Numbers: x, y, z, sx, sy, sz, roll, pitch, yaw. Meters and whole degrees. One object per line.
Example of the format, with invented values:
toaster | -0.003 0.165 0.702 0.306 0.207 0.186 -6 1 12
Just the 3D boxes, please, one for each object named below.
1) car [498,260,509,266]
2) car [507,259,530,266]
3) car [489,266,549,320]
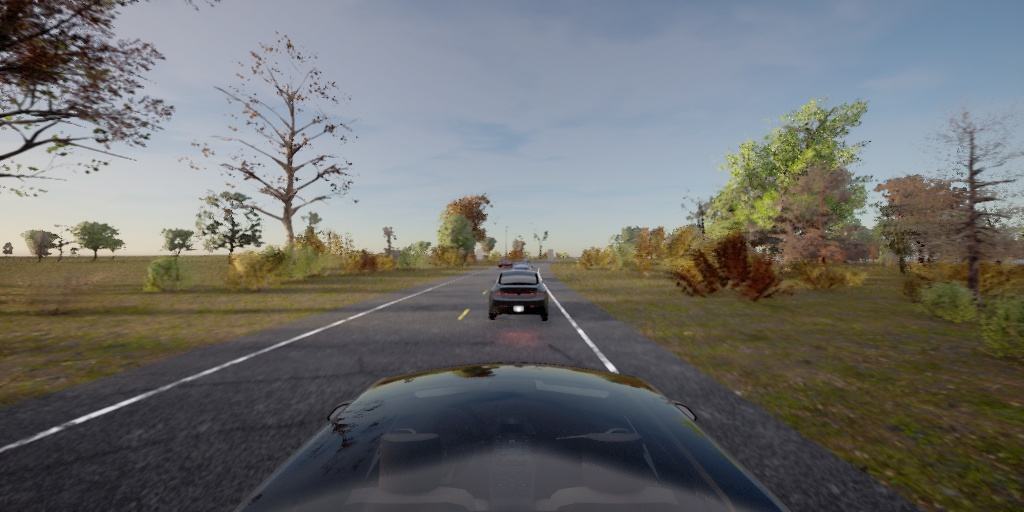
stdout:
car | -1.079 1.324 56.393 1.895 1.301 4.718 0 0 6
car | 0.837 1.266 30.722 1.812 1.442 4.674 0 0 3
car | 0.235 1.254 12.617 1.837 1.490 4.892 0 0 1
